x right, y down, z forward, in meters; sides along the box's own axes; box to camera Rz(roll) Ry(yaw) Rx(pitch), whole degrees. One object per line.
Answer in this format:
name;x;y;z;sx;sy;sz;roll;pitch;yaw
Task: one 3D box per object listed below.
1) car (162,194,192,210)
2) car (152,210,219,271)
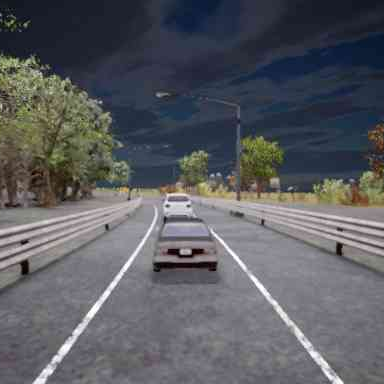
car;-1.206;1.163;26.950;2.150;2.045;5.566;0;0;-4
car;-0.238;1.526;10.788;2.033;1.411;5.357;0;0;-2
